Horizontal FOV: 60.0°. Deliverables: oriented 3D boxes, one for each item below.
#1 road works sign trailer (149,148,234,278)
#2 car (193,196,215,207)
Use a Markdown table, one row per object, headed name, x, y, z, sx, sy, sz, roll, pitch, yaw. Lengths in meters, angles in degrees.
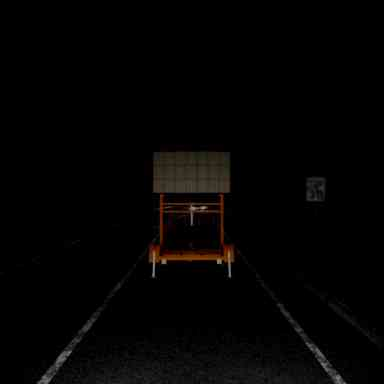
| name | x | y | z | sx | sy | sz | roll | pitch | yaw |
| --- | --- | --- | --- | --- | --- | --- | --- | --- | --- |
| road works sign trailer | -0.011 | 0.467 | 10.114 | 2.380 | 3.560 | 2.880 | 0 | 0 | 0 |
| car | 1.854 | 1.422 | 51.521 | 1.882 | 1.535 | 5.008 | -1 | 0 | 28 |
